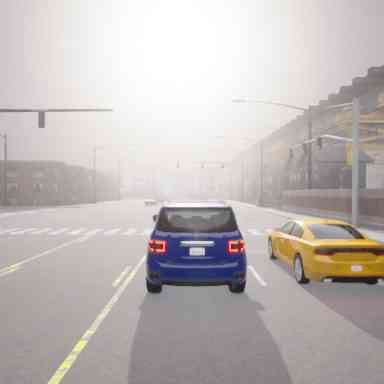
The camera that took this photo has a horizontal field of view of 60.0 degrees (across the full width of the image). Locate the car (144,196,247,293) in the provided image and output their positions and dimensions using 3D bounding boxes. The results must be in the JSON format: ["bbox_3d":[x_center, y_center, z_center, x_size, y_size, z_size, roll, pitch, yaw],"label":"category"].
[{"bbox_3d":[0.065,1.236,9.041,2.150,2.045,5.566,0,0,-1],"label":"car"}]

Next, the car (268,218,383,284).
[{"bbox_3d":[3.565,1.502,9.667,1.882,1.535,5.008,0,0,0],"label":"car"}]
